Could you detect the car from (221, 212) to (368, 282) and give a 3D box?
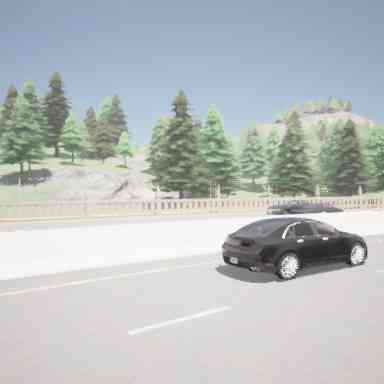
[{"bbox_3d":[3.142,1.488,9.774,4.892,1.490,1.837,0,0,-31],"label":"car"}]

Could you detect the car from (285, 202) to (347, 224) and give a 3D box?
[{"bbox_3d":[9.338,1.513,25.030,4.181,1.385,1.994,0,0,-23],"label":"car"}]

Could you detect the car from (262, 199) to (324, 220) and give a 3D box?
[{"bbox_3d":[8.649,1.443,28.549,4.902,1.511,2.128,0,0,-23],"label":"car"}]
